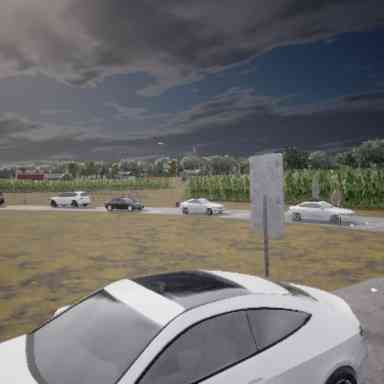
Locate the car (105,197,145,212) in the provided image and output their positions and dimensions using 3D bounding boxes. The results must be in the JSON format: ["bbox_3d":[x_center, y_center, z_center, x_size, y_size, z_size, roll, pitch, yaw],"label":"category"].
[{"bbox_3d":[-7.565,1.351,37.287,4.892,1.490,1.837,0,2,28],"label":"car"}]

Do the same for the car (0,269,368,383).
[{"bbox_3d":[-0.286,1.525,2.868,4.674,1.442,1.812,0,0,-36],"label":"car"}]

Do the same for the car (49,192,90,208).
[{"bbox_3d":[-16.282,0.999,44.246,5.566,2.045,2.150,-1,2,18],"label":"car"}]

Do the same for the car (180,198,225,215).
[{"bbox_3d":[0.907,1.340,31.537,4.674,1.442,1.812,0,2,39],"label":"car"}]

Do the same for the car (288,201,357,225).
[{"bbox_3d":[8.975,1.375,23.294,1.812,1.442,4.674,-3,2,-41],"label":"car"}]

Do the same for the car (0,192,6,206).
[{"bbox_3d":[-29.247,1.025,46.774,5.566,2.045,2.150,0,1,5],"label":"car"}]
